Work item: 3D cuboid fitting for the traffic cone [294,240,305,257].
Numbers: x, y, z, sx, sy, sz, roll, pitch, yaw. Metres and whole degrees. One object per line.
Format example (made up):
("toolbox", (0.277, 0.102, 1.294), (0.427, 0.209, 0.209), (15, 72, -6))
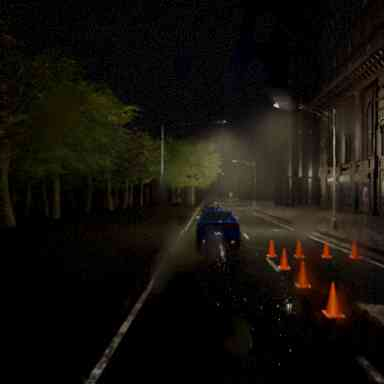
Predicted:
("traffic cone", (3.945, 2.075, 12.254), (0.340, 0.580, 0.340), (0, 0, 3))

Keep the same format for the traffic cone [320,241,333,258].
("traffic cone", (4.944, 2.083, 12.208), (0.340, 0.580, 0.340), (0, 0, 3))

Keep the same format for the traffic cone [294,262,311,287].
("traffic cone", (2.762, 2.036, 8.305), (0.340, 0.580, 0.340), (0, 0, 3))

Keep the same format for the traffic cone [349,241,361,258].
("traffic cone", (5.943, 2.091, 12.162), (0.340, 0.580, 0.340), (0, 0, 3))

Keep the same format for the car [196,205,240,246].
("car", (1.205, 1.604, 15.978), (1.882, 1.535, 5.008), (0, 0, 3))

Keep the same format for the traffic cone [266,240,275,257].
("traffic cone", (2.947, 2.068, 12.301), (0.340, 0.580, 0.340), (0, 0, 3))

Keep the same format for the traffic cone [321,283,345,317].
("traffic cone", (2.670, 2.020, 6.307), (0.340, 0.580, 0.340), (0, 0, 3))

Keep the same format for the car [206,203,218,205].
("car", (2.047, 1.835, 34.299), (1.994, 1.385, 4.181), (0, 0, 3))

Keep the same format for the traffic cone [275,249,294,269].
("traffic cone", (2.854, 2.052, 10.303), (0.340, 0.580, 0.340), (0, 0, 3))
